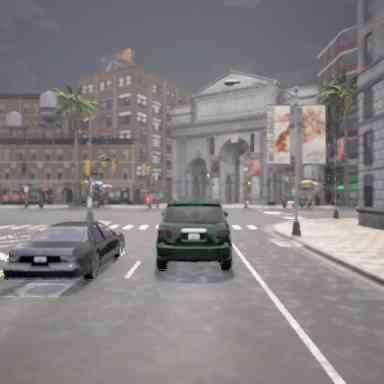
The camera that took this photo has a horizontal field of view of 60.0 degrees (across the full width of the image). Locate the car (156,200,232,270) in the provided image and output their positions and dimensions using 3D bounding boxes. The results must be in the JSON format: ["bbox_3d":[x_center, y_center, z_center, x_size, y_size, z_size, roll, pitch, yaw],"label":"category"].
[{"bbox_3d":[0.083,1.265,11.292,2.150,2.045,5.566,0,0,1],"label":"car"}]

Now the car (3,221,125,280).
[{"bbox_3d":[-3.426,1.588,10.069,2.033,1.411,5.357,0,0,1],"label":"car"}]
